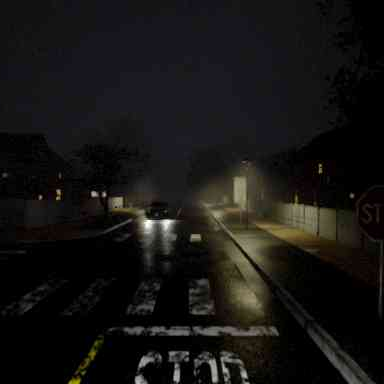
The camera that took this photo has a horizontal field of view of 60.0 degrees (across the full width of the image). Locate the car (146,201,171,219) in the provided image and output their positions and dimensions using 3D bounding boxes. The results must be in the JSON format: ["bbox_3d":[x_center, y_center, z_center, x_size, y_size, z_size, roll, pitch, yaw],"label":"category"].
[{"bbox_3d":[-2.792,1.505,28.496,1.812,1.442,4.674,0,0,0],"label":"car"}]
